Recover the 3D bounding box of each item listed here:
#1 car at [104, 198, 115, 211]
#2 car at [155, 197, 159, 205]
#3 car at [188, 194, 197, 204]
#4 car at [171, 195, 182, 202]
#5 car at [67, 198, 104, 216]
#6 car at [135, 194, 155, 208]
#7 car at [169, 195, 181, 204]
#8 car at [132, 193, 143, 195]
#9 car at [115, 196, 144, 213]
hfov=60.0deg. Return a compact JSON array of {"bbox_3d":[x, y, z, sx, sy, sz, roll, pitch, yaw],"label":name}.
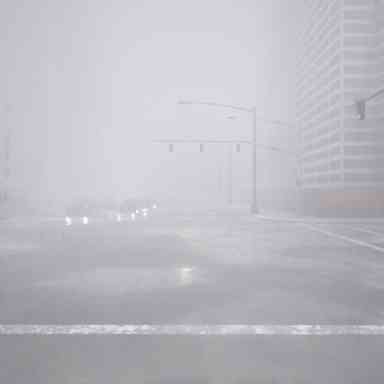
[{"bbox_3d":[-10.537,1.477,41.884,1.882,1.535,5.008,0,0,0],"label":"car"},{"bbox_3d":[-6.995,1.600,58.542,1.895,1.301,4.718,0,0,0],"label":"car"},{"bbox_3d":[0.093,1.547,64.122,2.033,1.411,5.357,0,0,0],"label":"car"},{"bbox_3d":[-3.392,1.354,74.412,2.128,1.511,4.902,0,0,0],"label":"car"},{"bbox_3d":[-10.590,1.352,32.752,2.097,1.767,4.553,0,0,1],"label":"car"},{"bbox_3d":[-7.027,1.491,48.218,2.128,1.511,4.902,0,0,0],"label":"car"},{"bbox_3d":[-3.407,1.491,64.127,2.128,1.511,4.902,0,0,0],"label":"car"},{"bbox_3d":[-10.407,1.547,68.150,2.033,1.411,5.357,0,0,0],"label":"car"},{"bbox_3d":[-7.045,1.504,37.868,1.837,1.490,4.892,0,0,0],"label":"car"}]
